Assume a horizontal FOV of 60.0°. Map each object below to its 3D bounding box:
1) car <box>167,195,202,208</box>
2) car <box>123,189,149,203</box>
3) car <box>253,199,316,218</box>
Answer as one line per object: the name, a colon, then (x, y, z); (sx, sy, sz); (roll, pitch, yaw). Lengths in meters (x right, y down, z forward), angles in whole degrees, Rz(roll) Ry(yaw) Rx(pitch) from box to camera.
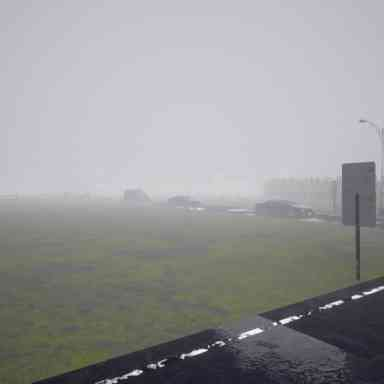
car: (-1.021, 1.089, 40.397); (2.033, 1.411, 5.357); (-1, 1, -36)
car: (-8.666, 0.556, 51.166); (2.150, 2.045, 5.566); (-1, 2, -35)
car: (7.670, 1.314, 28.236); (2.033, 1.411, 5.357); (-1, 1, -36)
